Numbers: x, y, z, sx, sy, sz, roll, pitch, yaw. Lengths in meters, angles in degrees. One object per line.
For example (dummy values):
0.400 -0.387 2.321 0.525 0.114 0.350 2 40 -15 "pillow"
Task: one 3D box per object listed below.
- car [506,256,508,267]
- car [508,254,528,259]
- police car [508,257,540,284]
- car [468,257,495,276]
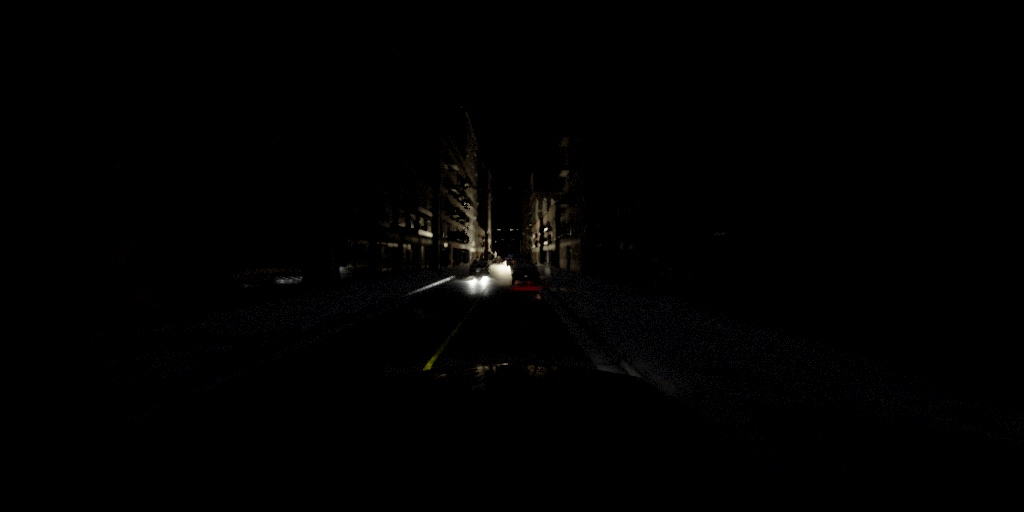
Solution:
-0.006 1.174 60.970 1.895 1.301 4.718 0 0 0 "car"
0.896 0.825 41.427 2.150 2.045 5.566 0 0 0 "car"
0.897 1.075 25.506 1.930 1.638 5.238 0 0 0 "police car"
-3.094 1.109 34.994 2.128 1.511 4.902 0 0 0 "car"
